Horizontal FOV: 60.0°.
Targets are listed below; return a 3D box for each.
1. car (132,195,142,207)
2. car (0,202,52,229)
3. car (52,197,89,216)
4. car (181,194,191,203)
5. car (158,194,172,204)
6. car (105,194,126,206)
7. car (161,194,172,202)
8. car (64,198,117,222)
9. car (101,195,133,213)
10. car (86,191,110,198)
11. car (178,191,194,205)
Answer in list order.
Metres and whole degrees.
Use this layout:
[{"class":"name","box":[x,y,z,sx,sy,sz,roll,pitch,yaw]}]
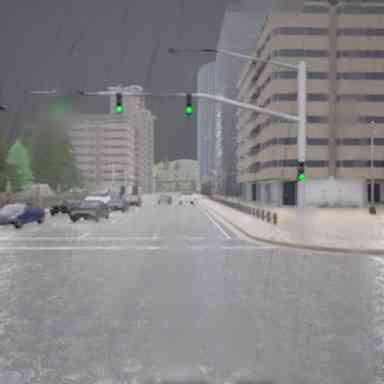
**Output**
[{"class":"car","box":[-7.798,1.185,44.270,1.882,1.535,5.008,0,0,-1]},{"class":"car","box":[-10.721,1.377,20.613,1.812,1.442,4.674,0,0,-1]},{"class":"car","box":[-10.963,1.395,29.711,1.895,1.301,4.718,0,0,-1]},{"class":"car","box":[-1.143,1.138,61.175,1.812,1.442,4.674,0,0,-1]},{"class":"car","box":[-4.335,1.224,52.791,1.994,1.385,4.181,0,0,-1]},{"class":"car","box":[-11.401,1.158,49.898,2.128,1.511,4.902,0,0,-1]},{"class":"car","box":[-4.658,1.081,61.740,1.882,1.535,5.008,0,0,-1]},{"class":"car","box":[-7.336,1.380,24.611,2.033,1.411,5.357,0,0,-1]},{"class":"car","box":[-7.561,1.338,33.815,1.994,1.385,4.181,0,0,-2]},{"class":"car","box":[-11.194,0.952,39.666,2.150,2.045,5.566,0,0,-1]},{"class":"car","box":[-0.902,0.895,51.491,2.150,2.045,5.566,0,0,-1]}]
